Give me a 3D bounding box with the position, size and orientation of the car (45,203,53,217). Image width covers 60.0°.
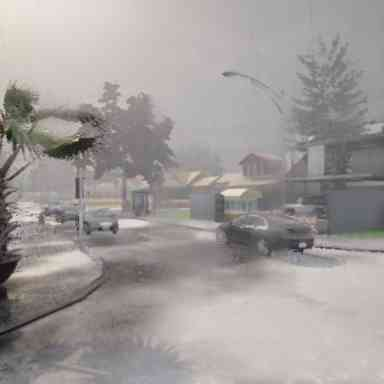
[{"bbox_3d":[-16.021,2.067,38.733,1.812,1.442,4.674,0,-1,-30],"label":"car"}]

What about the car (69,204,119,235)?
[{"bbox_3d":[-6.045,1.768,20.960,2.128,1.511,4.902,0,-1,-29],"label":"car"}]

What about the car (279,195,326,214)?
[{"bbox_3d":[9.094,1.221,27.148,3.866,1.878,1.905,0,-1,6],"label":"car"}]

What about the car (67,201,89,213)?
[{"bbox_3d":[-16.666,2.144,48.390,2.128,1.511,4.902,0,-1,-29],"label":"car"}]

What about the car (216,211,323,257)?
[{"bbox_3d":[2.796,1.640,13.783,1.837,1.490,4.892,1,-1,-26],"label":"car"}]

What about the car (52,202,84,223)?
[{"bbox_3d":[-10.980,1.912,29.734,1.837,1.490,4.892,0,-1,-29],"label":"car"}]
